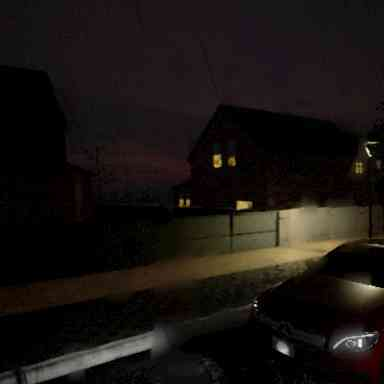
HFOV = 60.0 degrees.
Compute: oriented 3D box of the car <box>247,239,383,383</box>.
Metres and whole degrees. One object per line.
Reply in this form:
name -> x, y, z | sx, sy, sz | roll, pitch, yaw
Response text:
car -> 2.945, 1.525, 5.169 | 4.674, 1.442, 1.812 | 0, 0, -35
